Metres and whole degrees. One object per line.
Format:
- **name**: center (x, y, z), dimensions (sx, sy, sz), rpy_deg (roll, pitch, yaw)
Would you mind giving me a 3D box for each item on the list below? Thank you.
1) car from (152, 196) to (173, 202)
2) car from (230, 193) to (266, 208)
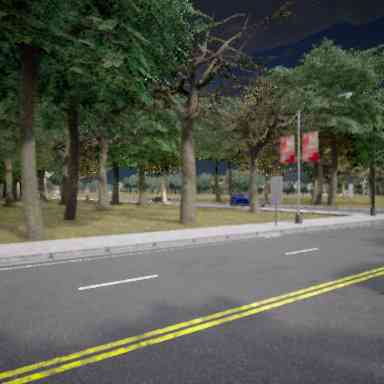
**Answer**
- **car**: center (-5.823, 1.441, 65.083), dimensions (2.033, 1.411, 5.357), rpy_deg (0, 0, -35)
- **car**: center (7.660, 1.129, 46.030), dimensions (2.150, 2.045, 5.566), rpy_deg (0, 0, -35)
